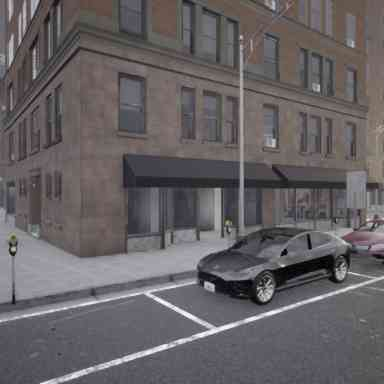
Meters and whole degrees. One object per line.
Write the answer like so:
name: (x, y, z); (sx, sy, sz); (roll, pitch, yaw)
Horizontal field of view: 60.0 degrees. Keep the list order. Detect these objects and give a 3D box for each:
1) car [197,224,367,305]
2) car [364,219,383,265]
car: (2.124, 1.566, 8.084); (4.313, 1.339, 1.947); (0, 0, -36)
car: (6.586, 1.583, 11.302); (4.206, 1.307, 1.802); (0, 0, -36)
